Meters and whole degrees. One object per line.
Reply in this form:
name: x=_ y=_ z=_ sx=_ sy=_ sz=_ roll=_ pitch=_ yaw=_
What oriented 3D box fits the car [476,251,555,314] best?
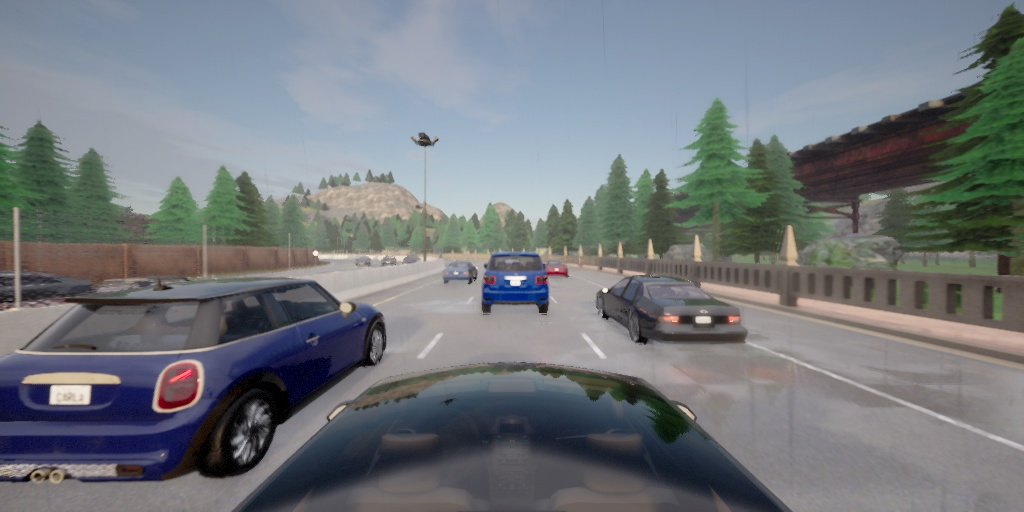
car: x=0.104 y=0.850 z=13.237 sx=2.150 sy=2.045 sz=5.566 roll=0 pitch=1 yaw=0

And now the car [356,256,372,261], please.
car: x=-21.062 y=0.750 z=51.029 sx=1.812 sy=1.442 sz=4.674 roll=0 pitch=1 yaw=-16

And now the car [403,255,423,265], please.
car: x=-12.525 y=0.638 z=45.430 sx=2.097 sy=1.767 sz=4.553 roll=0 pitch=0 yaw=-10

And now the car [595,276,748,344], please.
car: x=3.602 y=1.218 z=9.263 sx=2.033 sy=1.411 sz=5.357 roll=0 pitch=1 yaw=0

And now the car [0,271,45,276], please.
car: x=-14.101 y=1.160 z=9.261 sx=2.128 sy=1.511 sz=4.902 roll=0 pitch=1 yaw=0

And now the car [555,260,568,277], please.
car: x=3.429 y=1.012 z=30.192 sx=1.994 sy=1.385 sz=4.181 roll=0 pitch=1 yaw=-2

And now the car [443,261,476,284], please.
car: x=-3.409 y=1.058 z=24.251 sx=2.033 sy=1.411 sz=5.357 roll=0 pitch=1 yaw=0

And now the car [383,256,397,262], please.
car: x=-17.657 y=0.707 z=51.845 sx=2.128 sy=1.511 sz=4.902 roll=0 pitch=1 yaw=-15

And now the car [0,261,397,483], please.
car: x=-3.405 y=1.068 z=4.893 sx=2.097 sy=1.767 sz=4.553 roll=0 pitch=1 yaw=0
